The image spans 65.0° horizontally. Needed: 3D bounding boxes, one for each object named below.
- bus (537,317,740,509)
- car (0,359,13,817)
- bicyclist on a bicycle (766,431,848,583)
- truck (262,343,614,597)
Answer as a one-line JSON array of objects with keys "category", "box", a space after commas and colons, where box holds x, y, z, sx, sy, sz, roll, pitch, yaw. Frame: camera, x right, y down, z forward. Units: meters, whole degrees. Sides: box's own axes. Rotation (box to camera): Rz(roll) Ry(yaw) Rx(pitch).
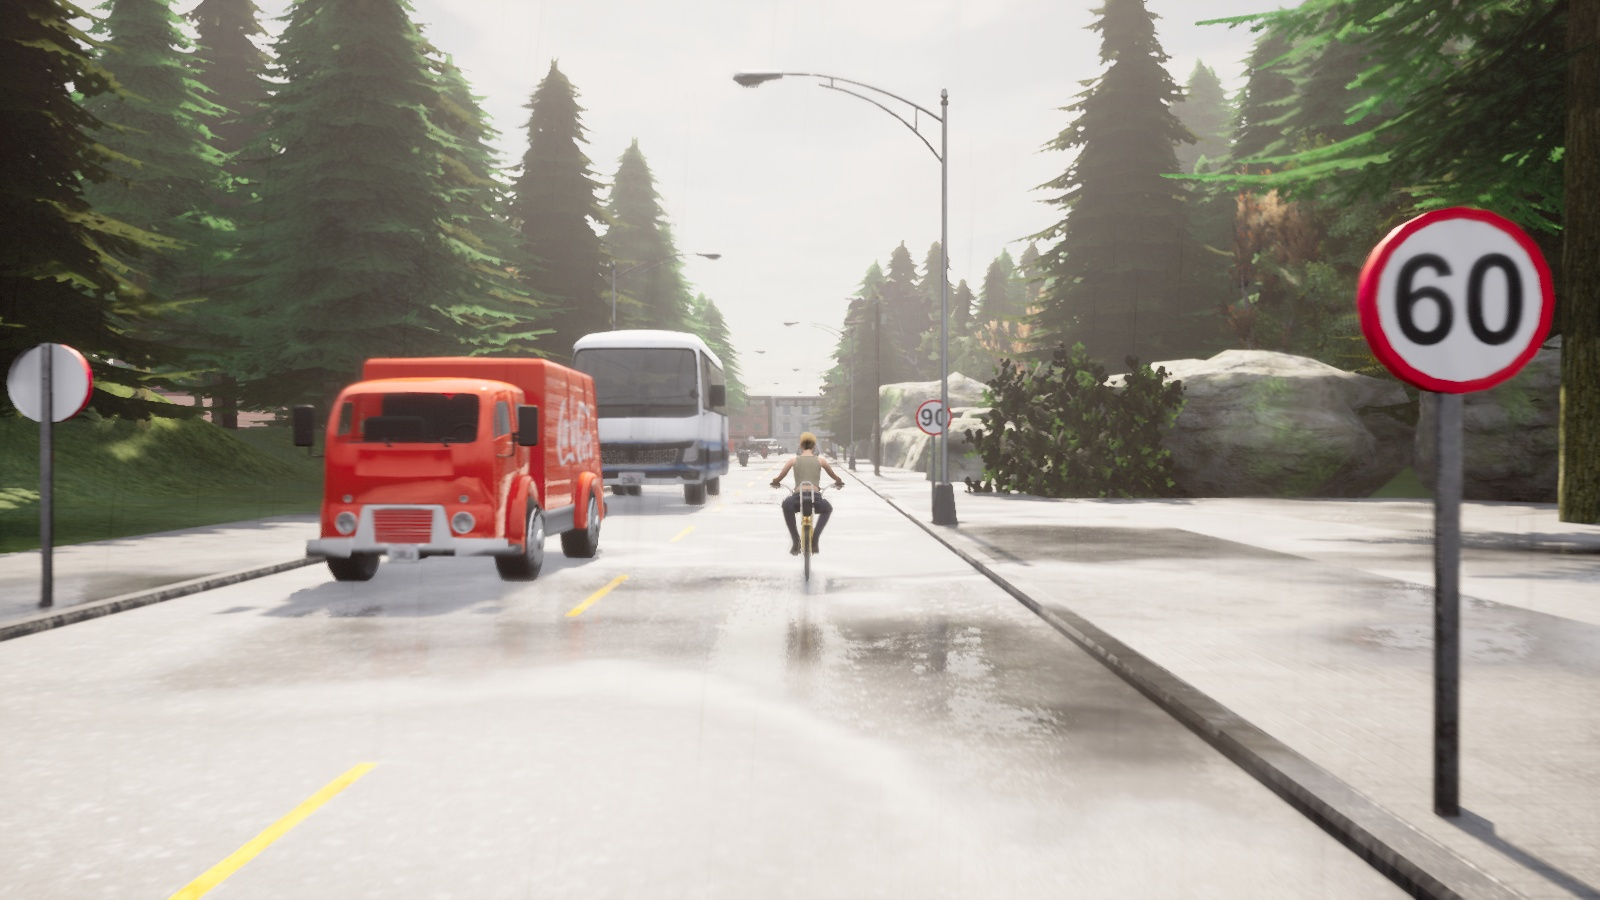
[{"category": "bus", "box": [-3.813, -0.818, 32.883, 3.944, 4.253, 10.273, 0, 0, 0]}, {"category": "car", "box": [-3.974, 0.510, 2.093, 2.152, 1.651, 5.027, 0, 0, 0]}, {"category": "bicyclist on a bicycle", "box": [0.083, 0.604, 14.076, 0.866, 1.612, 1.509, 0, 0, 1]}, {"category": "truck", "box": [-3.908, 0.170, 14.826, 2.627, 2.467, 5.204, 0, 1, 0]}]
